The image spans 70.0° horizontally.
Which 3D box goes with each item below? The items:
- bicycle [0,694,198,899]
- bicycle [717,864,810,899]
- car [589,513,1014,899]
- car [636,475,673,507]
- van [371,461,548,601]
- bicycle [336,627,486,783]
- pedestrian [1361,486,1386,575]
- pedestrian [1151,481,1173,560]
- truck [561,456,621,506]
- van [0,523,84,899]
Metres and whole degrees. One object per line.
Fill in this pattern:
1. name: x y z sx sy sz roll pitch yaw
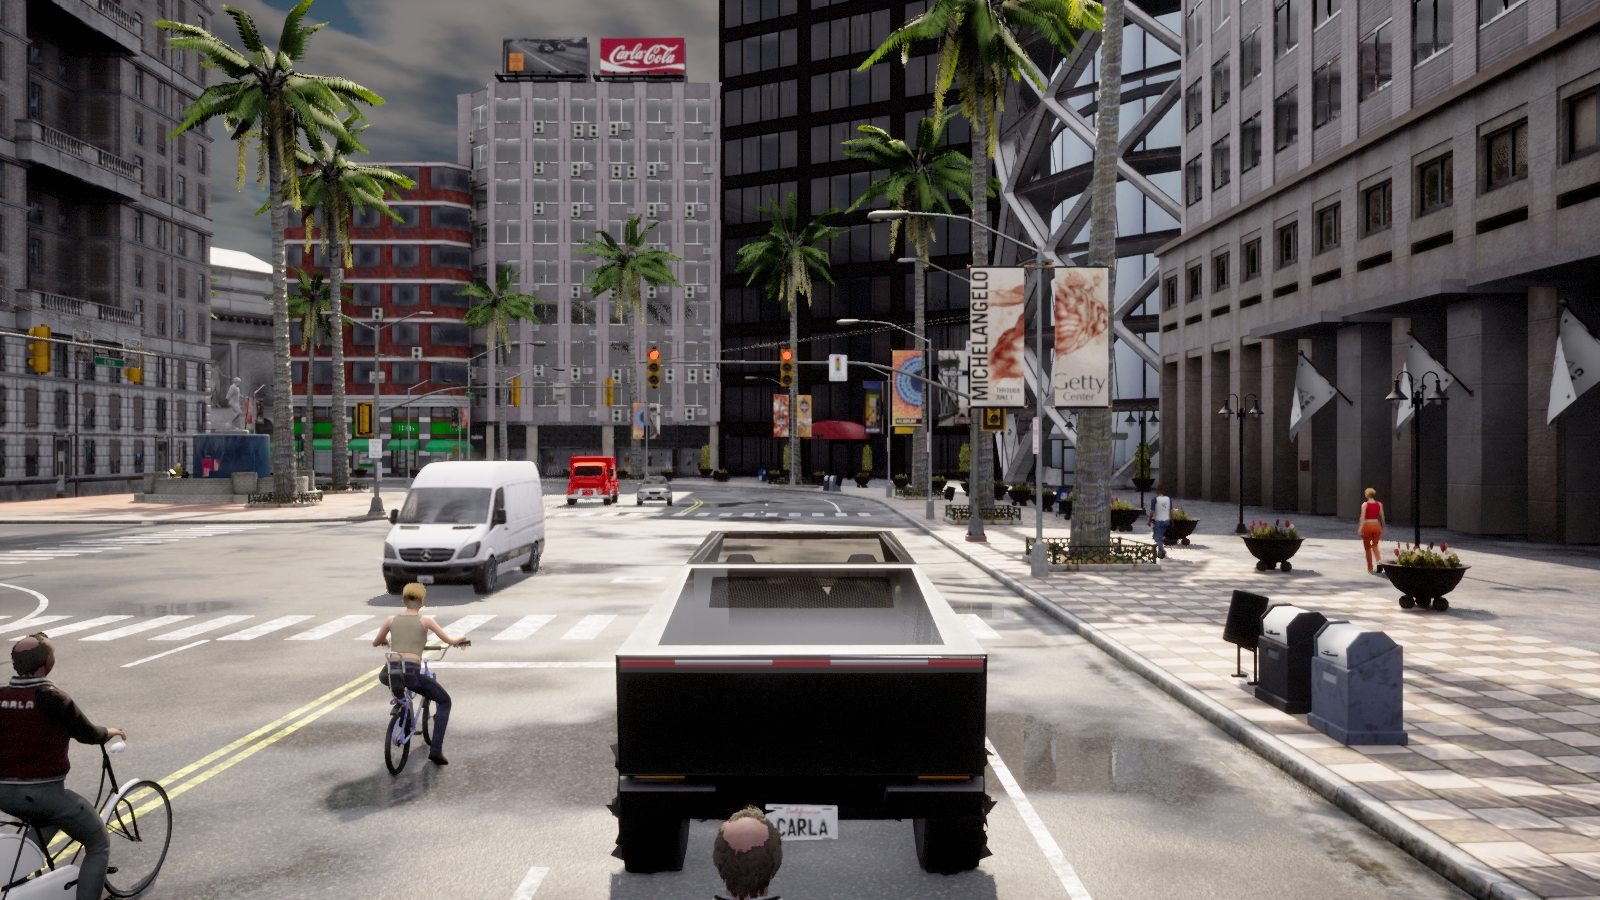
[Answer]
1. bicycle: -4.243 2.210 6.662 0.329 1.171 1.835 0 0 6
2. bicycle: -0.147 2.210 3.549 0.329 1.171 1.835 0 0 1
3. car: 0.011 1.753 9.550 2.390 2.098 6.274 0 0 0
4. car: -7.460 2.066 58.811 1.816 1.474 4.193 0 0 -7
5. van: -6.981 1.534 24.207 1.988 2.561 5.915 0 0 0
6. bicycle: -3.473 2.256 10.347 0.859 1.080 1.487 0 0 0
7. pedestrian: 12.220 1.704 24.352 0.375 1.860 0.375 0 0 5
8. pedestrian: 8.749 1.694 27.591 0.375 1.860 0.375 0 0 -8
9. truck: -10.821 1.568 59.475 2.627 2.467 5.204 0 0 -5
10. van: -3.501 1.534 1.043 1.988 2.561 5.915 0 0 0
